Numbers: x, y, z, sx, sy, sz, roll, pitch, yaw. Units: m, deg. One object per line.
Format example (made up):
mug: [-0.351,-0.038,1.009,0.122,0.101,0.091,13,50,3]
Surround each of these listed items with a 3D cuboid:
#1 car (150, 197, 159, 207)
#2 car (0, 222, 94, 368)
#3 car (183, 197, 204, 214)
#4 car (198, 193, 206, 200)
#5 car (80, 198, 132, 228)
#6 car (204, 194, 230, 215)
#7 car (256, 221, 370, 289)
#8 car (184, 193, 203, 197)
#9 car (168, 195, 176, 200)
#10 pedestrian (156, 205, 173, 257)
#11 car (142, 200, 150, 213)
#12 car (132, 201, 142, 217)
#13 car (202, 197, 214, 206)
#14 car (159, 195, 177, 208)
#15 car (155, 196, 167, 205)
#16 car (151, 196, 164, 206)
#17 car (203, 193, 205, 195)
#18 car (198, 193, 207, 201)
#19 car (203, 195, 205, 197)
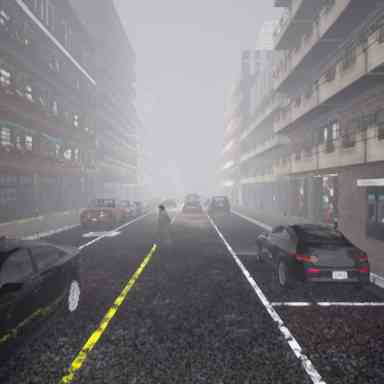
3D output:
car: [-5.709,1.509,50.111,1.752,1.417,4.829,-1,0,0]
car: [-3.102,1.475,4.669,1.882,1.535,5.008,0,0,0]
car: [0.080,1.550,35.924,1.994,1.385,4.181,0,0,0]
car: [2.662,1.296,89.896,2.192,1.841,5.009,-1,0,0]
car: [-5.707,1.305,21.961,2.192,1.841,5.009,-1,0,0]
car: [2.671,1.302,33.258,2.192,1.841,5.009,-1,0,0]
car: [2.999,1.522,9.049,1.812,1.442,4.674,0,0,0]
car: [0.038,1.205,47.423,2.150,2.045,5.566,0,0,0]
car: [-5.717,1.526,95.426,1.752,1.417,4.829,-1,0,0]
pedestrian: [-0.958,1.291,11.526,0.375,1.860,0.375,-1,1,-5]
car: [-5.706,1.553,33.288,1.947,1.339,4.313,-1,0,0]
car: [-5.707,1.429,27.624,1.967,1.590,4.097,-1,0,0]
car: [2.671,1.564,55.914,1.802,1.307,4.206,-1,0,0]
car: [-3.101,1.548,46.459,1.994,1.385,4.181,0,0,0]
car: [-5.711,1.506,61.439,1.752,1.417,4.829,-1,0,0]
car: [-5.710,1.508,55.775,1.752,1.417,4.829,-1,0,0]
car: [2.666,1.420,72.905,1.967,1.590,4.097,-1,0,0]
car: [2.662,1.295,84.233,2.192,1.841,5.009,-1,0,0]
car: [2.672,1.549,50.249,1.947,1.339,4.313,-1,0,0]
